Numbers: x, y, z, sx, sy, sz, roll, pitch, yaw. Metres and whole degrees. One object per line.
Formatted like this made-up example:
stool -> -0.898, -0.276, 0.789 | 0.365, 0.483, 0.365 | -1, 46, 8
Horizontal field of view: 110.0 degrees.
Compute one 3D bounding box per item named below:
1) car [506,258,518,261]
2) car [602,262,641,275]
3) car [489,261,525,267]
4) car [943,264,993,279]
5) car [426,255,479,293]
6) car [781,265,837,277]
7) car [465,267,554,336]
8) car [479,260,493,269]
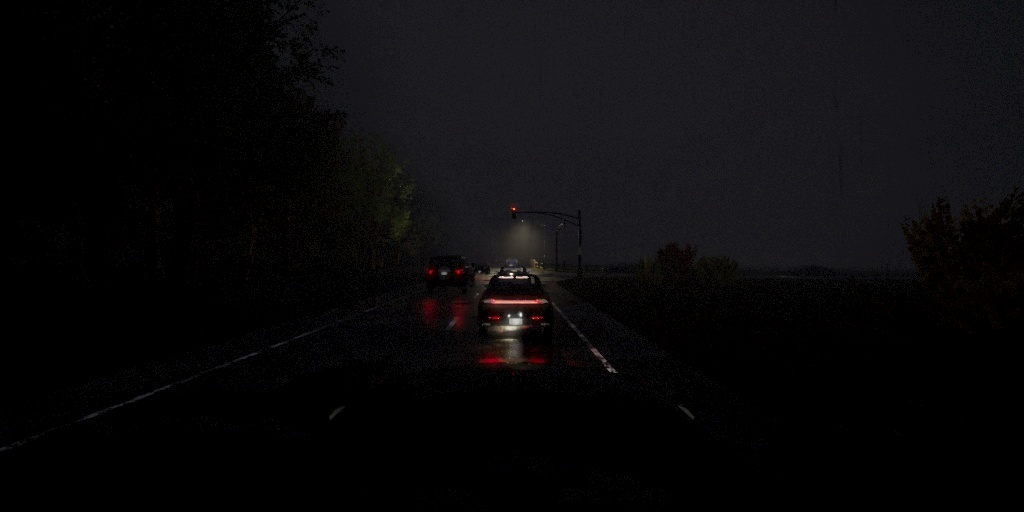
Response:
car -> -0.028, 1.106, 64.617 | 2.097, 1.767, 4.553 | 0, 0, 0
car -> 13.214, 1.447, 42.605 | 4.902, 1.511, 2.128 | 1, -1, 3
car -> 0.066, 1.246, 19.792 | 2.128, 1.511, 4.902 | 0, 0, 0
car -> 50.197, 1.517, 38.704 | 5.566, 2.045, 2.150 | 1, -1, 1
car -> -3.439, 0.975, 20.831 | 2.150, 2.045, 5.566 | 0, 0, 0
car -> 35.045, 1.738, 42.346 | 5.357, 1.411, 2.033 | 1, -1, 0
car -> 0.084, 1.244, 10.394 | 2.128, 1.511, 4.902 | 0, 0, 0
car -> -3.487, 1.357, 40.881 | 1.895, 1.301, 4.718 | 0, 0, 0
